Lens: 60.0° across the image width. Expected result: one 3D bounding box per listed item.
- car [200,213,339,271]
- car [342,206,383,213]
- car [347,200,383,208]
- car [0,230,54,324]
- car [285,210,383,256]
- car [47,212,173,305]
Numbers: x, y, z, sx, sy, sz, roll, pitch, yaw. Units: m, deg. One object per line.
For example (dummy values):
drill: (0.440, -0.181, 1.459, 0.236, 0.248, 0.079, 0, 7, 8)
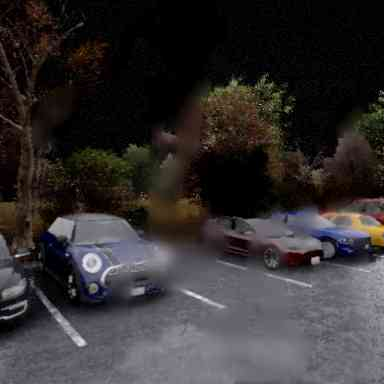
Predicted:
car: (2.194, 1.573, 11.589, 2.163, 1.488, 4.792, 1, 0, -35)
car: (6.503, 1.581, 14.927, 1.946, 1.575, 5.366, 1, 0, -36)
car: (11.265, 1.500, 18.058, 2.185, 1.767, 4.553, 1, 0, -35)
car: (-4.628, 1.481, 6.767, 2.231, 1.521, 4.892, 1, 0, -35)
car: (4.442, 1.565, 13.236, 2.097, 1.535, 5.008, 1, 0, -36)
car: (-2.373, 1.376, 8.405, 2.185, 1.767, 4.553, 1, 0, -36)
